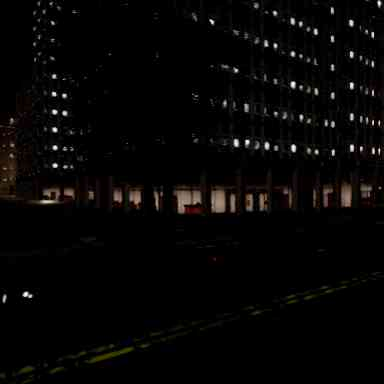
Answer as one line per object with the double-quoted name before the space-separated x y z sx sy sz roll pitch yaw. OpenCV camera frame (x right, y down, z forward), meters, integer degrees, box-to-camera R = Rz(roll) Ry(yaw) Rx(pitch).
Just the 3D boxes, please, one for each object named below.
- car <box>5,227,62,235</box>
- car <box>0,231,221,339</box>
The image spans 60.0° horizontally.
"car" -4.423 1.608 8.514 4.718 1.301 1.895 0 0 -35
"car" -1.449 1.579 6.640 4.181 1.385 1.994 0 0 -35
